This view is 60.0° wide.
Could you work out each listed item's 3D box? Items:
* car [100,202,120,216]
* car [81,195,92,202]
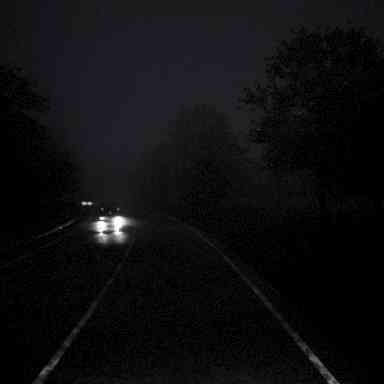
[{"bbox_3d":[-8.114,1.635,32.837,1.895,1.301,4.718,1,0,-16],"label":"car"},{"bbox_3d":[-23.035,1.332,72.622,2.128,1.511,4.902,2,-1,-22],"label":"car"}]
